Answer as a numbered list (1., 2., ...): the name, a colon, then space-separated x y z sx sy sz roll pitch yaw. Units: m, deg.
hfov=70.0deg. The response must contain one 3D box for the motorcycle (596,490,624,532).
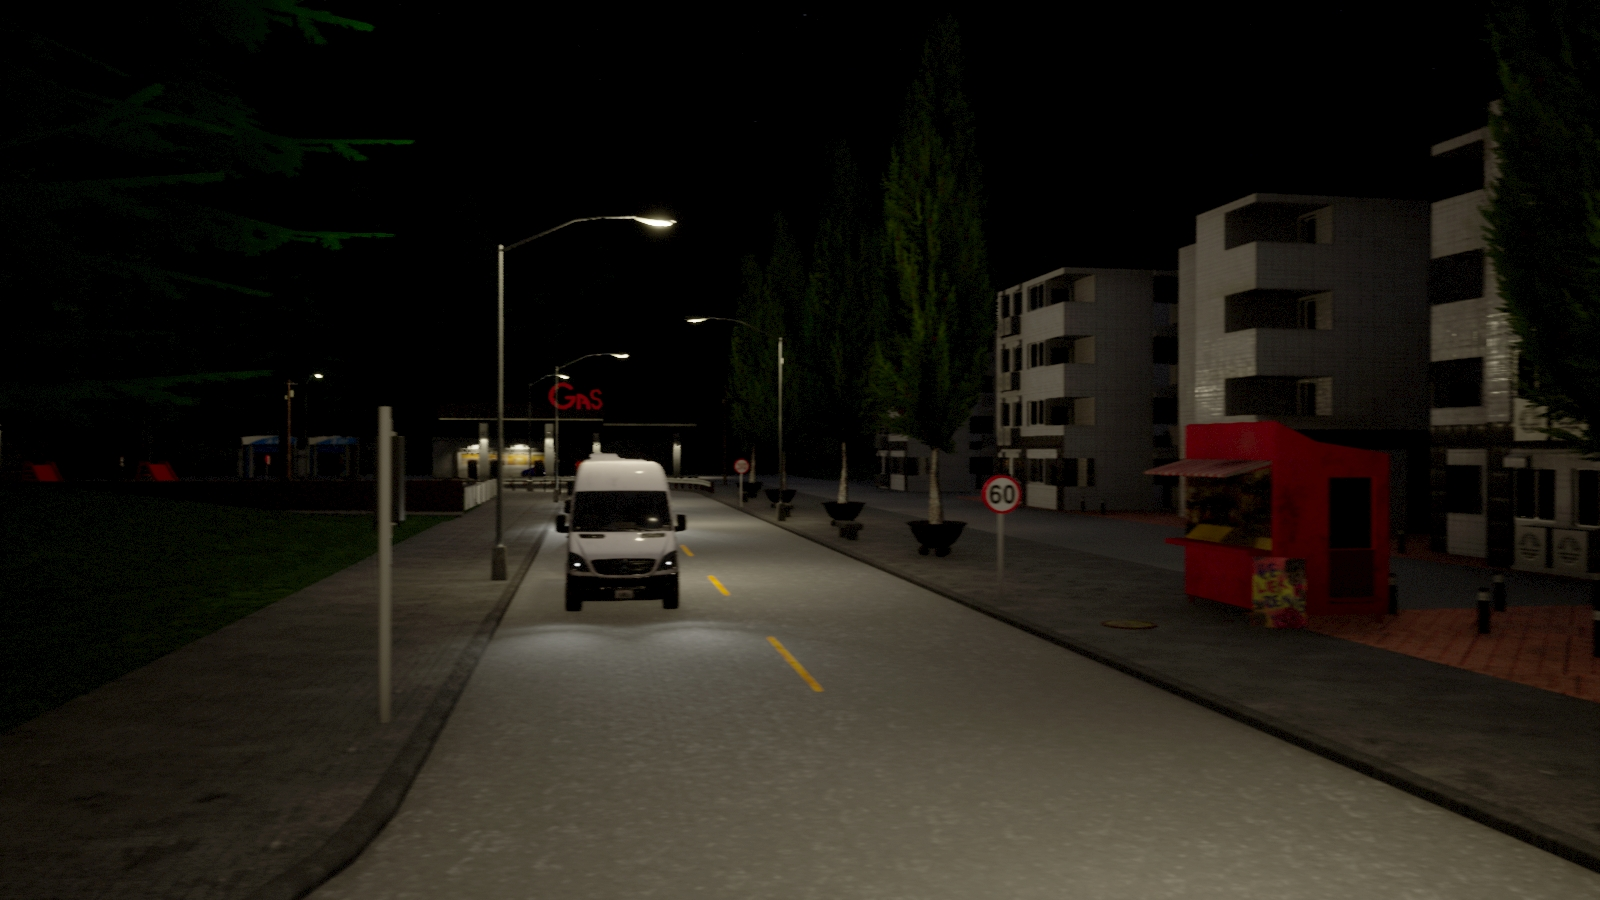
1. motorcycle: -6.064 1.941 36.466 0.856 1.236 1.805 0 0 -10

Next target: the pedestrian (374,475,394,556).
1. pedestrian: -9.654 1.503 26.492 0.375 1.860 0.375 0 0 -10

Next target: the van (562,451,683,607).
1. van: -3.467 1.302 21.909 1.988 2.561 5.915 0 0 -10

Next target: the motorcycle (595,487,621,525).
1. motorcycle: -6.806 1.962 40.489 0.867 1.251 2.209 0 0 -10
